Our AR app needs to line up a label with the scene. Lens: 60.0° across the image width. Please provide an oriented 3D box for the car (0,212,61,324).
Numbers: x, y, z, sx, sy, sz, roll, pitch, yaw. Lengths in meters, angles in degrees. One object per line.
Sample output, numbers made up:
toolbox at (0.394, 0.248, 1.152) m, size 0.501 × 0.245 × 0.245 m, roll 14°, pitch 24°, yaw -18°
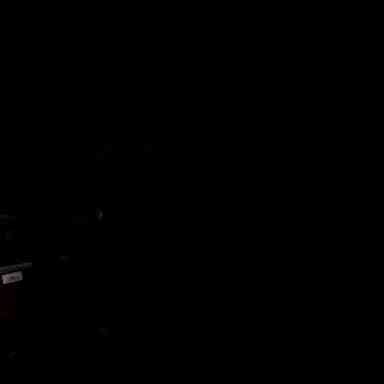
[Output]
car at (-4.465, 1.277, 6.079) m, size 5.009 × 1.841 × 2.192 m, roll 0°, pitch 0°, yaw 36°

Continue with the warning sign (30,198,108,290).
warning sign at (-2.792, 1.079, 7.636) m, size 1.060 × 1.860 × 1.300 m, roll 0°, pitch 0°, yaw 36°
